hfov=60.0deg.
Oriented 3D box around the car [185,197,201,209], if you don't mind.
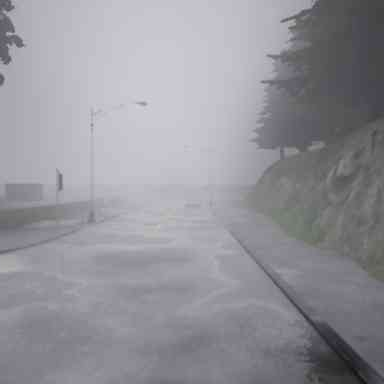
[{"bbox_3d":[0.090,1.291,39.772,1.895,1.301,4.718,0,0,0],"label":"car"}]
